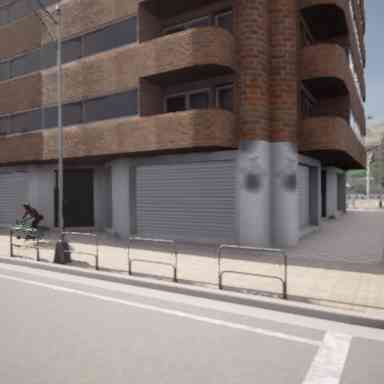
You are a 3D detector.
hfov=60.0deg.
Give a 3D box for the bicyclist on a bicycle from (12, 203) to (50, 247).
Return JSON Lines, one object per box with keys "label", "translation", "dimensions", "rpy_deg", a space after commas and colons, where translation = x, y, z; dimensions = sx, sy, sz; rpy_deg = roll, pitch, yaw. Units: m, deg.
{"label": "bicyclist on a bicycle", "translation": [-6.191, 1.244, 12.769], "dimensions": [0.582, 1.620, 1.656], "rpy_deg": [0, 0, 30]}
